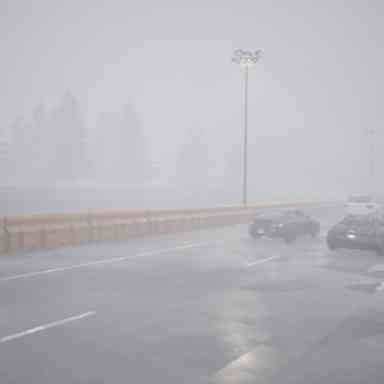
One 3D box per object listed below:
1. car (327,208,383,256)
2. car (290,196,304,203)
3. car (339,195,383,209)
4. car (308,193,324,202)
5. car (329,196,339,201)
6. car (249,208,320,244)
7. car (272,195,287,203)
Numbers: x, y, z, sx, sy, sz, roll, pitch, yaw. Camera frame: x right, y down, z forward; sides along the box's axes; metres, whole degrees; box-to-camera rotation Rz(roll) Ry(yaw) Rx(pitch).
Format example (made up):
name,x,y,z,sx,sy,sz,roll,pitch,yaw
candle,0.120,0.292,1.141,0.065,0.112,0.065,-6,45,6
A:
name,x,y,z,sx,sy,sz,roll,pitch,yaw
car,7.049,1.574,13.435,1.994,1.385,4.181,1,1,41
car,20.920,1.434,66.012,1.994,1.385,4.181,1,0,30
car,14.093,1.242,26.764,2.150,2.045,5.566,1,1,41
car,24.078,1.153,64.489,2.150,2.045,5.566,1,1,30
car,27.226,1.465,62.956,1.882,1.535,5.008,1,1,30
car,4.434,1.486,15.761,1.812,1.442,4.674,1,1,41
car,17.769,1.370,67.540,2.033,1.411,5.357,1,0,30
